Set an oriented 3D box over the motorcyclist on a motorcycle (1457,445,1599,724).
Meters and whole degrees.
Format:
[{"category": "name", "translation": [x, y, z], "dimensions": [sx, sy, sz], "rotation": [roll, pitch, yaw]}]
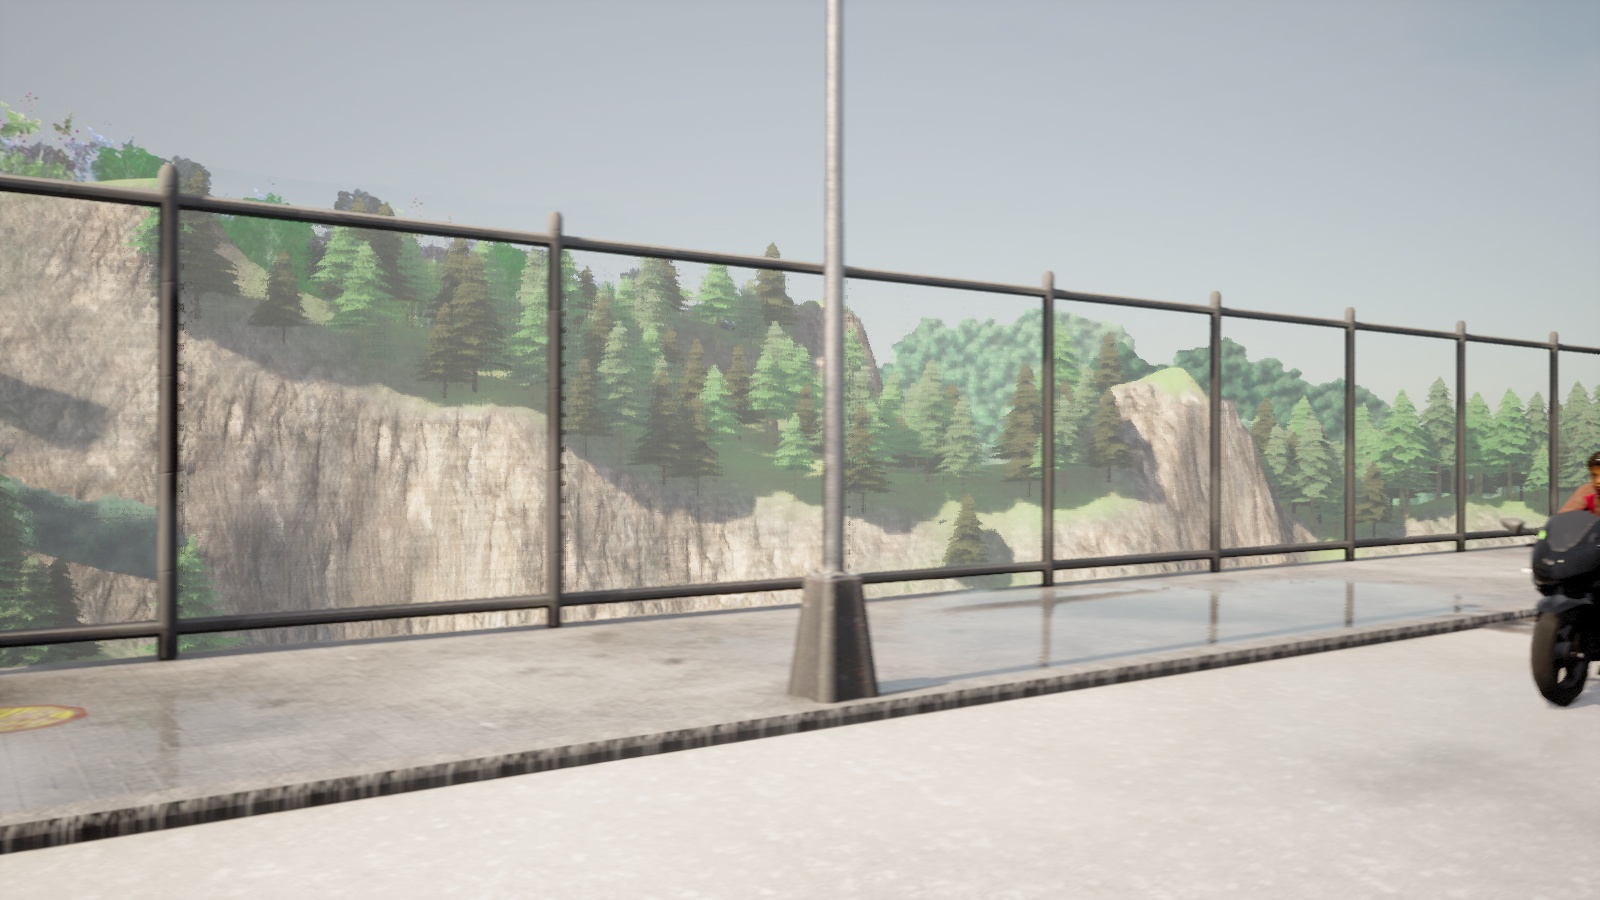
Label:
[{"category": "motorcyclist on a motorcycle", "translation": [4.985, 0.735, 7.738], "dimensions": [2.044, 1.523, 0.797], "rotation": [0, 0, -35]}]
